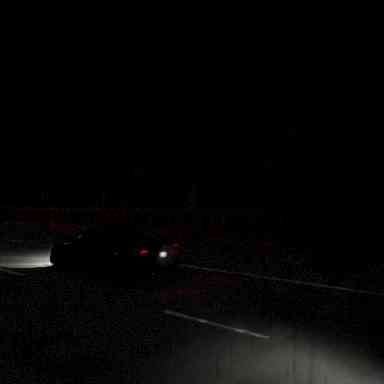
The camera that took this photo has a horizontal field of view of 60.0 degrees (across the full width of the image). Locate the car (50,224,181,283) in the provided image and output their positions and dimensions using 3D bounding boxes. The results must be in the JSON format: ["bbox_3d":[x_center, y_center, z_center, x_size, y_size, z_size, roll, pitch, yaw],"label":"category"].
[{"bbox_3d":[-2.391,1.655,9.997,4.181,1.385,1.994,-1,0,36],"label":"car"}]
